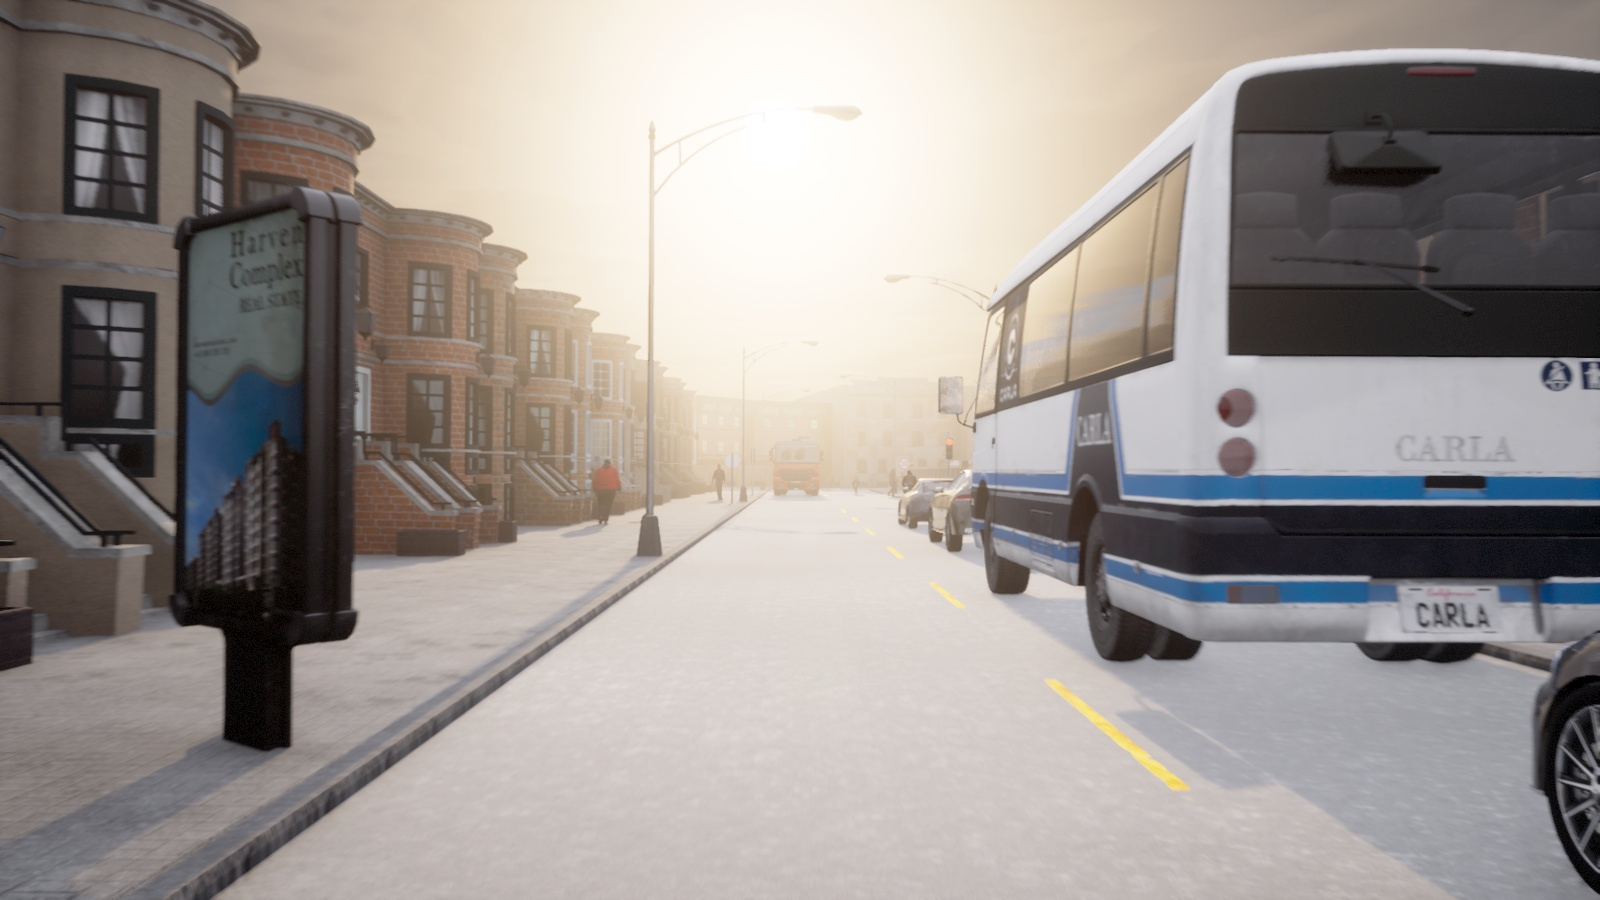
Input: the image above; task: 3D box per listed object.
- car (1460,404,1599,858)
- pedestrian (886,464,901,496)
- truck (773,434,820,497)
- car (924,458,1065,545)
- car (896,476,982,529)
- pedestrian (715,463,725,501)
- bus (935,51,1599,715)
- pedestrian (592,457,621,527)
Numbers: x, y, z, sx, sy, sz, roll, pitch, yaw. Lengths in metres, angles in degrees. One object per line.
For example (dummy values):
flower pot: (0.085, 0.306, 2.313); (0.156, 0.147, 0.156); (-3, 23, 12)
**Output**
car: (3.992, 0.627, 2.988); (2.152, 1.651, 5.027); (0, -1, 0)
pedestrian: (5.497, 1.776, 74.033); (0.694, 1.848, 0.540); (-1, -1, 41)
truck: (-0.227, 1.015, 81.582); (2.891, 3.827, 8.468); (0, -1, 0)
car: (3.934, 1.017, 26.265); (2.152, 1.651, 5.027); (0, -1, 0)
car: (3.912, 1.464, 35.948); (1.994, 1.385, 4.181); (0, -1, 0)
pedestrian: (-3.912, 1.567, 61.422); (0.376, 1.854, 0.720); (0, -1, 3)
bus: (3.962, -0.357, 13.194); (3.944, 4.253, 10.273); (0, -1, 0)
pedestrian: (-5.174, 1.105, 33.625); (0.634, 1.844, 0.899); (0, -1, -1)
